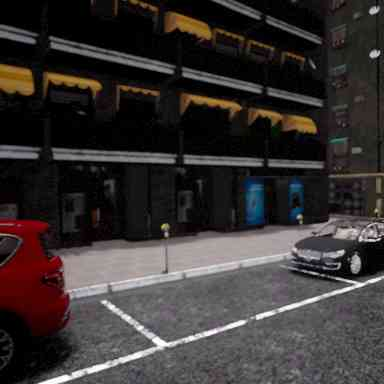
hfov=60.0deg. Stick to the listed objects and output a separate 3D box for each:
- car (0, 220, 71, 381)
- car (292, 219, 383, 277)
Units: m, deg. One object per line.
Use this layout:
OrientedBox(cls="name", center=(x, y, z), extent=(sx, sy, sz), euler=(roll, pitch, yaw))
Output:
OrientedBox(cls="car", center=(-3.986, 1.319, 3.740), extent=(5.009, 1.841, 2.192), euler=(0, -1, -35))
OrientedBox(cls="car", center=(4.829, 1.521, 10.005), extent=(4.403, 1.369, 2.008), euler=(0, -1, -35))
